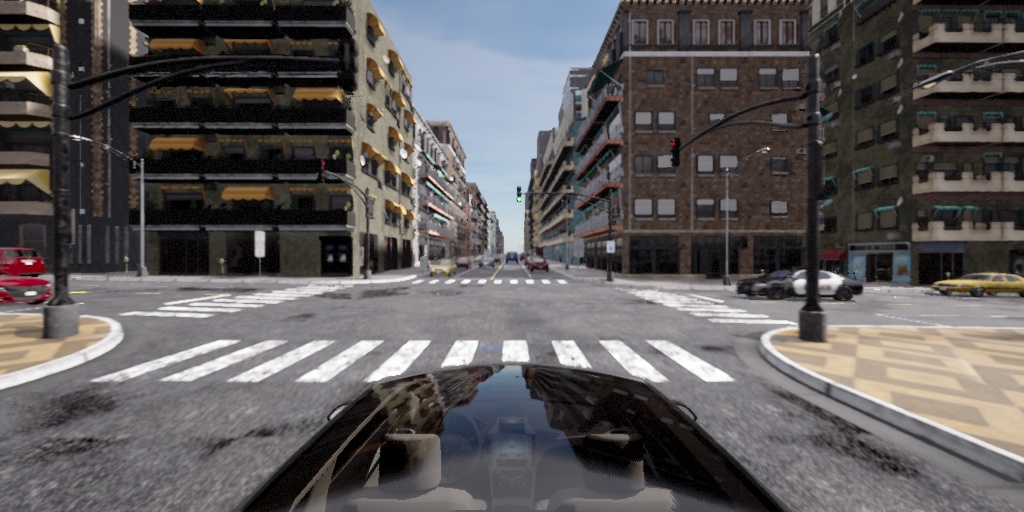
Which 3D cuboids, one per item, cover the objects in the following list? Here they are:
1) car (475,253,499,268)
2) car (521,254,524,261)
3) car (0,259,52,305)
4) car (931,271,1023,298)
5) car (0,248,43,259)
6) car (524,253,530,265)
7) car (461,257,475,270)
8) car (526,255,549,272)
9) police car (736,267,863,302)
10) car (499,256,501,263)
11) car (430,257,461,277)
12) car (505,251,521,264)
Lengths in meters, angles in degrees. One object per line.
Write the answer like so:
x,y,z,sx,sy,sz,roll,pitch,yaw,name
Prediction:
-3.077,0.702,44.435,2.128,1.511,4.902,0,1,0,car
2.683,0.692,52.389,1.802,1.307,4.207,0,0,0,car
-17.264,0.888,11.163,4.507,1.381,1.888,0,0,0,car
26.243,1.523,19.855,4.829,1.417,1.751,0,0,0,car
-28.649,0.454,19.453,5.009,1.841,2.192,0,0,0,car
2.685,0.688,41.343,1.967,1.591,4.097,0,0,0,car
-5.696,0.793,41.355,1.888,1.381,4.507,0,0,0,car
2.686,0.863,35.819,1.888,1.381,4.507,0,0,0,car
13.477,1.312,17.093,4.974,1.542,2.038,1,0,0,police car
-3.030,0.336,62.466,2.097,1.767,4.553,0,1,0,car
-5.694,0.912,30.139,1.751,1.417,4.829,0,0,0,car
-0.008,0.220,61.262,2.150,2.045,5.566,0,1,0,car
